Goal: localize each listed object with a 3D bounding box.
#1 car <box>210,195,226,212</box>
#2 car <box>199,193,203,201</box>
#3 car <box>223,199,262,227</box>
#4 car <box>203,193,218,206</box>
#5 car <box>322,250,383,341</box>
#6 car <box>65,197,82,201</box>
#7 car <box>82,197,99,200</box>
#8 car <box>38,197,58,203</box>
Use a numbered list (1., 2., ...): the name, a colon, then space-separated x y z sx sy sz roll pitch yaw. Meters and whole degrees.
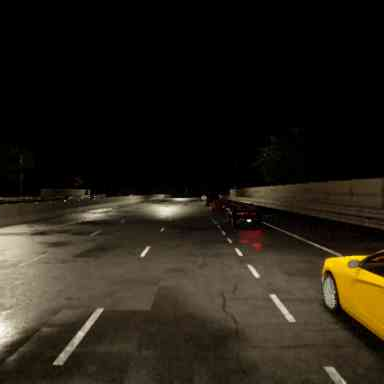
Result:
1. car: 3.484 1.483 39.241 1.882 1.535 5.008 0 0 0
2. car: 3.499 1.647 83.348 1.895 1.301 4.718 0 0 0
3. car: 3.490 1.502 22.755 1.837 1.490 4.892 0 0 0
4. car: 3.477 1.235 55.792 2.150 2.045 5.566 0 0 0
5. car: 3.499 1.466 4.610 1.882 1.535 5.008 0 0 0
6. car: -21.034 1.563 59.303 2.033 1.411 5.357 0 0 0
7. car: -17.543 1.539 59.406 1.812 1.442 4.674 0 0 0
8. car: -24.547 1.574 56.918 1.994 1.385 4.181 0 0 1
